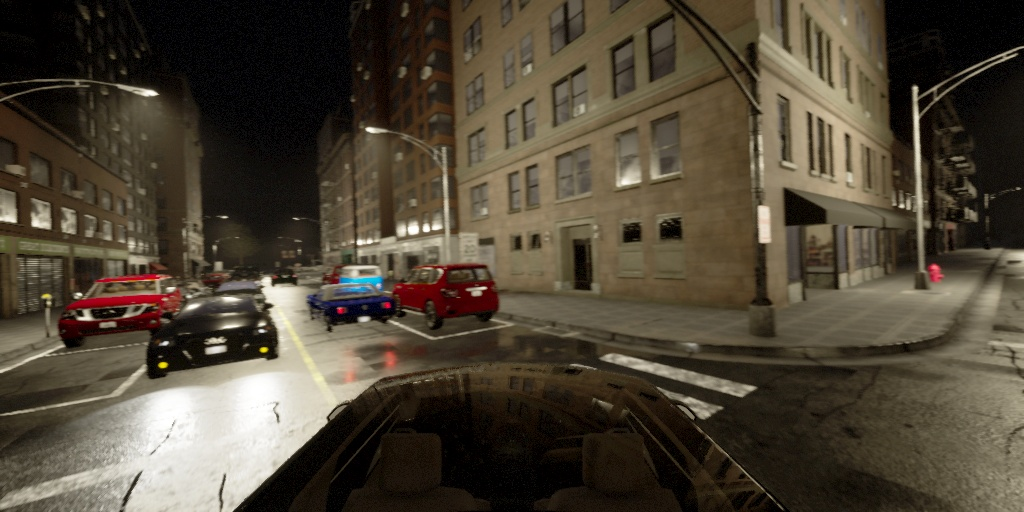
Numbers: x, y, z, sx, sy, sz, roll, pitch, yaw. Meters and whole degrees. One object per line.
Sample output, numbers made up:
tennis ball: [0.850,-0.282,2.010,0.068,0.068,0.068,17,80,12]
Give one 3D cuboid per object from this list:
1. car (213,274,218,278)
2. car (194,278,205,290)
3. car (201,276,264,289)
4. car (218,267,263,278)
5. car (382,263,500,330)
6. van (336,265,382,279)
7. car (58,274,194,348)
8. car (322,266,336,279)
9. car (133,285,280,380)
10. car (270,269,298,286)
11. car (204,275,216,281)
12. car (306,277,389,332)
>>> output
car: [-28.149,2.450,33.866,1.888,1.381,4.507,0,0,-36]
car: [-15.320,1.942,15.983,1.948,1.339,4.313,0,0,-36]
car: [-12.317,1.820,16.162,1.994,1.385,4.181,-2,0,-36]
car: [-18.133,1.847,24.269,2.097,1.767,4.553,-2,0,-35]
car: [-2.316,1.167,11.782,2.192,1.841,5.009,0,0,-36]
van: [-8.742,1.458,20.716,1.690,1.789,3.998,0,0,-36]
car: [-12.113,1.559,11.513,2.192,1.841,5.009,0,0,-36]
car: [-11.954,1.564,25.183,2.192,1.841,5.009,0,0,-36]
car: [-6.586,1.583,8.181,1.994,1.385,4.181,-2,0,-36]
car: [-22.459,2.029,35.254,2.097,1.767,4.553,-2,0,-35]
car: [-18.527,2.059,20.454,2.007,1.370,4.403,0,0,-36]
car: [-5.602,1.584,12.082,1.895,1.301,4.718,-2,0,-37]
